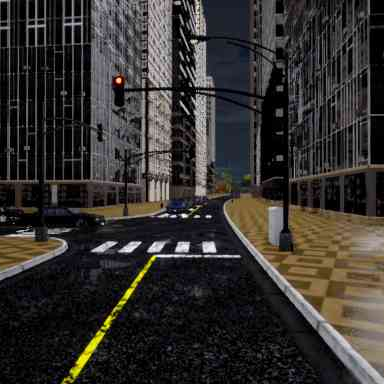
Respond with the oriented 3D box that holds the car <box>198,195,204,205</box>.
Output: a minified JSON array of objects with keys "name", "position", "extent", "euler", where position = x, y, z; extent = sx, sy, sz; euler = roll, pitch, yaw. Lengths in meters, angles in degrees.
[{"name":"car","position":[0.320,1.296,55.291],"extent":[2.097,1.767,4.553],"euler":[0,0,7]}]

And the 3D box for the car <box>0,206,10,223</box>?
[{"name":"car","position":[-16.426,1.854,28.068],"extent":[4.403,1.369,2.008],"euler":[-1,1,10]}]

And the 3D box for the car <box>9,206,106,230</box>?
[{"name":"car","position":[-8.393,1.668,21.446],"extent":[5.357,1.411,2.033],"euler":[-1,0,2]}]

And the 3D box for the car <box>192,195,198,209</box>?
[{"name":"car","position":[-0.709,1.313,45.752],"extent":[2.097,1.767,4.553],"euler":[0,0,6]}]

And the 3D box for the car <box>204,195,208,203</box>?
[{"name":"car","position":[2.248,1.408,69.551],"extent":[2.128,1.511,4.902],"euler":[0,0,8]}]

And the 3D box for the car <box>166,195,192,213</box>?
[{"name":"car","position":[-1.546,1.328,36.185],"extent":[2.097,1.767,4.553],"euler":[0,0,5]}]
